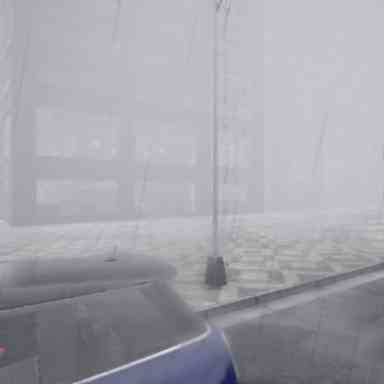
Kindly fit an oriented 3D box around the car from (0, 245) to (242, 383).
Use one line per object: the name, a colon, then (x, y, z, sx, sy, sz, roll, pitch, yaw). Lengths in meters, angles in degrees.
car: (-1.826, 1.354, 2.077, 4.553, 1.767, 2.097, 0, 0, -35)
